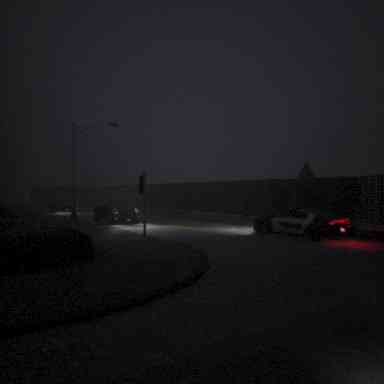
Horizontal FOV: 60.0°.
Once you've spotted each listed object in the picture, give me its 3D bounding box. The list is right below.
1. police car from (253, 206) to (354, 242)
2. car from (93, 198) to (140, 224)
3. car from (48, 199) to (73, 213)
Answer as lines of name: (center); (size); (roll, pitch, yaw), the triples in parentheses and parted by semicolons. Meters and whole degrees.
police car: (5.228, 1.509, 16.560); (2.038, 1.542, 4.974); (0, 0, -36)
car: (-5.683, 1.352, 24.775); (2.097, 1.767, 4.553); (0, 0, -36)
car: (-14.862, 1.547, 37.652); (2.033, 1.411, 5.357); (0, 0, -35)
